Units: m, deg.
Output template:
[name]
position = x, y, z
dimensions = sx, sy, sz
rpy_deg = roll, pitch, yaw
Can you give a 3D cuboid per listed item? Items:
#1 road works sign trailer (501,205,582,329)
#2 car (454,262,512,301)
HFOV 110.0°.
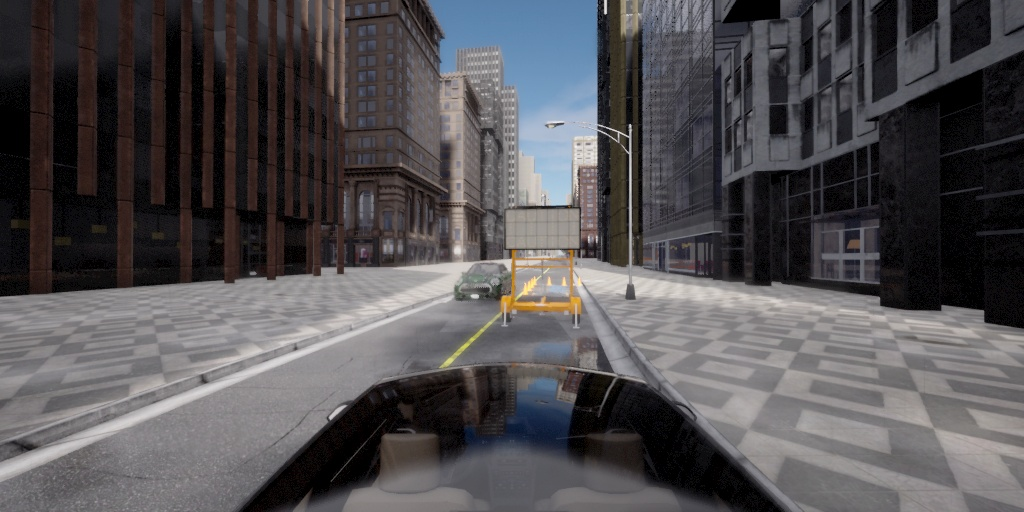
[road works sign trailer]
position = 0.976, 0.211, 11.411
dimensions = 2.380, 3.560, 2.880
rpy_deg = 0, 0, 8
[car]
position = -1.234, 1.097, 17.178
dimensions = 2.097, 1.767, 4.553
rpy_deg = 0, 0, 8
